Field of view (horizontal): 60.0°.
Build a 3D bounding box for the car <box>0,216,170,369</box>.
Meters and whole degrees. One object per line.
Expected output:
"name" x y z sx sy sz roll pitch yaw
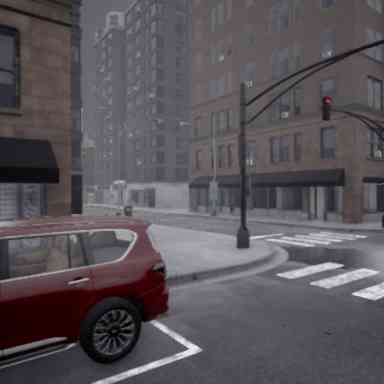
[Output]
"car" -2.652 1.313 4.311 5.009 1.841 2.192 -1 0 -35
